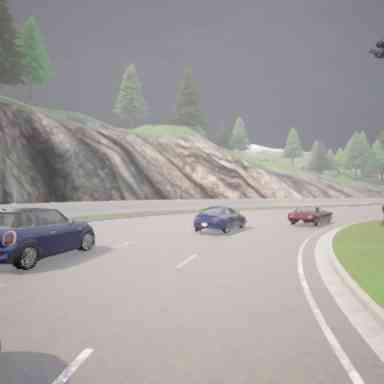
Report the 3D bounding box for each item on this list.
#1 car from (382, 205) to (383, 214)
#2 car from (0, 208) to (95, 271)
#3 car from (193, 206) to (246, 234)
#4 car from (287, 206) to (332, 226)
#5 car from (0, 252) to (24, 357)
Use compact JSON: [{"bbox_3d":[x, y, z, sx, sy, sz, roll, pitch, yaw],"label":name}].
[{"bbox_3d":[22.648,1.686,36.458,4.902,1.511,2.128,0,0,-38],"label":"car"},{"bbox_3d":[-5.119,1.286,10.996,2.097,1.767,4.553,1,0,13],"label":"car"},{"bbox_3d":[1.659,1.521,19.221,1.812,1.442,4.674,0,0,26],"label":"car"},{"bbox_3d":[8.554,1.663,23.796,1.895,1.301,4.718,1,0,37],"label":"car"},{"bbox_3d":[-3.146,1.491,1.833,1.812,1.442,4.674,0,0,3],"label":"car"}]
